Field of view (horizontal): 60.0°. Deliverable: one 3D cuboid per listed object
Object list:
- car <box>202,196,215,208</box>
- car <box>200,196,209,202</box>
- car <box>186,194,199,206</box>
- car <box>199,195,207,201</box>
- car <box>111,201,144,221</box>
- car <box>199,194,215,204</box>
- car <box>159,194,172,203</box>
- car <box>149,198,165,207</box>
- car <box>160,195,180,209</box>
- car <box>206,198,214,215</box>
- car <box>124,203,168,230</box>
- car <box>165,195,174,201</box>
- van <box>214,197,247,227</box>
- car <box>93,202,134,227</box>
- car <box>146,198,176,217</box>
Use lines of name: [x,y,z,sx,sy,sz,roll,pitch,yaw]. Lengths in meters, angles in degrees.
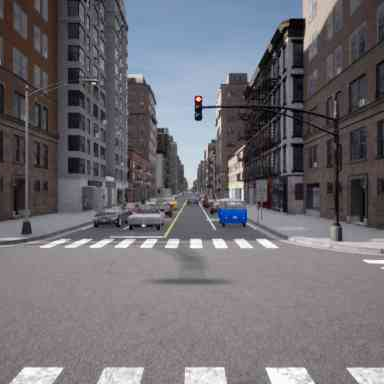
car: [2.683,1.576,45.193,1.802,1.307,4.206,0,0,0]
car: [2.712,1.524,73.599,2.008,1.369,4.403,0,0,0]
car: [0.160,1.478,55.365,2.128,1.511,4.902,0,0,0]
car: [2.723,1.530,84.962,1.947,1.339,4.313,0,0,0]
car: [-5.360,1.543,28.148,1.887,1.381,4.507,0,0,0]
car: [2.689,1.305,50.874,2.192,1.841,5.009,0,0,0]
car: [-5.319,1.292,67.921,2.192,1.841,5.009,0,0,0]
car: [-5.336,1.556,50.877,1.947,1.339,4.313,0,0,0]
car: [-2.799,1.473,41.275,1.882,1.535,5.008,0,0,0]
car: [2.671,1.580,33.830,1.802,1.307,4.206,0,0,0]
car: [-2.798,1.600,21.173,1.895,1.301,4.718,0,0,-1]
car: [-5.307,1.409,79.285,1.967,1.590,4.097,0,0,0]
van: [2.660,1.340,22.467,1.690,1.788,3.998,0,0,0]
car: [-5.365,1.549,22.467,2.008,1.369,4.403,0,0,0]
car: [-2.816,1.562,31.146,1.994,1.385,4.181,0,0,0]
